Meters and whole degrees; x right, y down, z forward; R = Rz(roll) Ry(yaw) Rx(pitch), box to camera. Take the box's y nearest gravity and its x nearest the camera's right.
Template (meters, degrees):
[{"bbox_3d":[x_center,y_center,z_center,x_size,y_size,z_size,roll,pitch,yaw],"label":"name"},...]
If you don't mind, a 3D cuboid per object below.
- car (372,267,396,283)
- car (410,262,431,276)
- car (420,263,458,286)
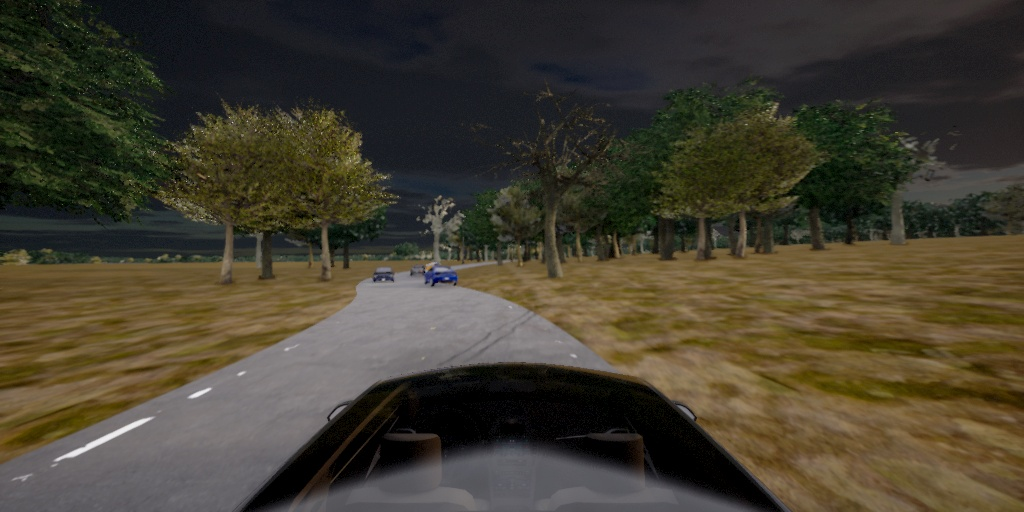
[{"bbox_3d":[-11.858,1.702,33.249,2.033,1.411,5.357,0,-1,-19],"label":"car"},{"bbox_3d":[-12.227,1.826,47.235,2.128,1.511,4.902,0,-1,-9],"label":"car"},{"bbox_3d":[-5.696,1.518,28.368,1.882,1.535,5.008,0,-1,-23],"label":"car"}]
